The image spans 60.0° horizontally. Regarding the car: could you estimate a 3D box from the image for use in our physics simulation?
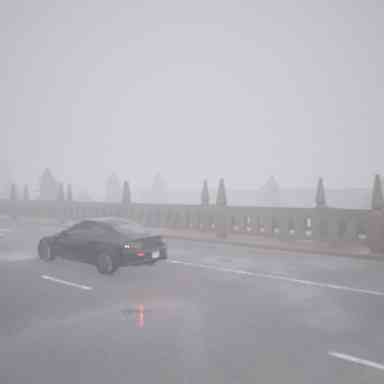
[{"bbox_3d":[-2.855,1.524,10.329,4.674,1.442,1.812,0,0,36],"label":"car"}]
